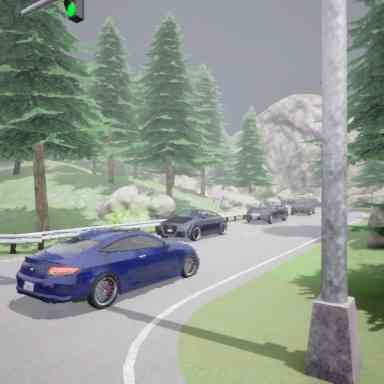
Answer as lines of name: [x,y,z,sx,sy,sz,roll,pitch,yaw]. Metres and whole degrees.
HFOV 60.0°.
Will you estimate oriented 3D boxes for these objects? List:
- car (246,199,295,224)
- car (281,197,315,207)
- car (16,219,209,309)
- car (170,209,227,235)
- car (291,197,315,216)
car: [5.730,1.506,25.066,2.128,1.511,4.902,0,0,35]
car: [16.236,1.535,51.243,2.128,1.511,4.902,1,-1,-29]
car: [-1.663,1.590,7.947,1.812,1.442,4.674,0,-1,34]
car: [0.109,1.579,16.861,1.994,1.385,4.181,0,0,34]
car: [11.288,1.520,33.640,1.837,1.490,4.892,0,0,27]
